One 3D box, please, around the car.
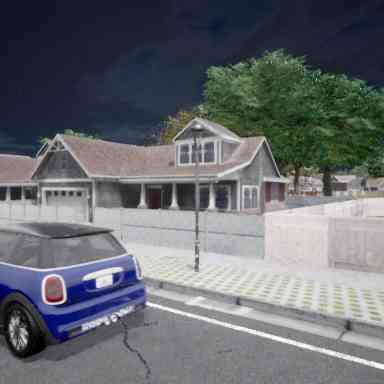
[{"bbox_3d":[-3.043,1.350,6.201,4.553,1.767,2.097,0,0,35],"label":"car"}]
